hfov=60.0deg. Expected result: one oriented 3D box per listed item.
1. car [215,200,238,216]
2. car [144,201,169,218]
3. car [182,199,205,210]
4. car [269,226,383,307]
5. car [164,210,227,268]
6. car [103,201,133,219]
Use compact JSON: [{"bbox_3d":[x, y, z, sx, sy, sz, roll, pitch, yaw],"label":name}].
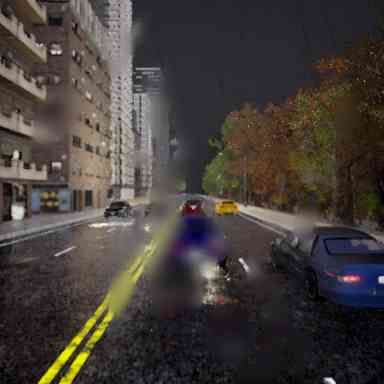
[{"bbox_3d":[3.377,1.540,32.863,1.882,1.535,5.008,0,0,0],"label":"car"},{"bbox_3d":[-3.301,1.583,31.348,1.812,1.442,4.674,0,0,0],"label":"car"},{"bbox_3d":[0.125,1.410,31.020,2.097,1.767,4.553,0,0,0],"label":"car"},{"bbox_3d":[3.357,1.562,8.236,2.033,1.411,5.357,0,0,0],"label":"car"},{"bbox_3d":[0.109,1.545,11.239,1.812,1.442,4.674,0,0,0],"label":"car"},{"bbox_3d":[-6.561,1.559,29.931,1.837,1.490,4.892,0,0,0],"label":"car"}]
